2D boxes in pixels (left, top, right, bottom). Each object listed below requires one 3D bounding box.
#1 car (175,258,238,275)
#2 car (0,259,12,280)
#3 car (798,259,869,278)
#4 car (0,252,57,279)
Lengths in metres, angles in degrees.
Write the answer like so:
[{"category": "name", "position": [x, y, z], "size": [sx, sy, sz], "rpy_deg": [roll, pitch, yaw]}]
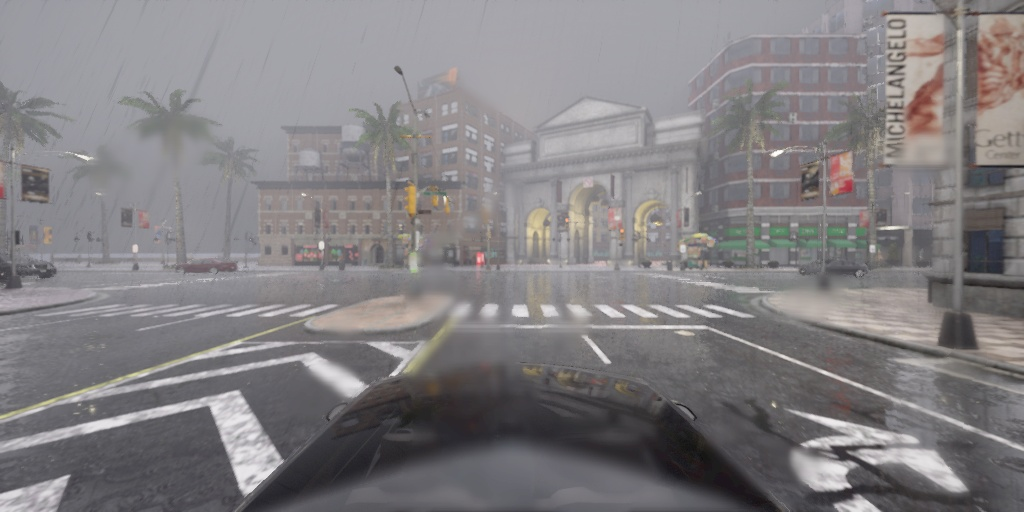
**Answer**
[{"category": "car", "position": [-28.790, 0.956, 33.827], "size": [5.008, 1.535, 1.882], "rpy_deg": [0, 0, 1]}, {"category": "car", "position": [-36.409, 1.113, 23.231], "size": [5.357, 1.411, 2.033], "rpy_deg": [0, 0, 1]}, {"category": "car", "position": [26.560, 1.023, 29.730], "size": [4.892, 1.490, 1.837], "rpy_deg": [0, 0, 1]}, {"category": "car", "position": [-37.713, 0.757, 26.750], "size": [5.566, 2.045, 2.150], "rpy_deg": [0, 0, 1]}]
